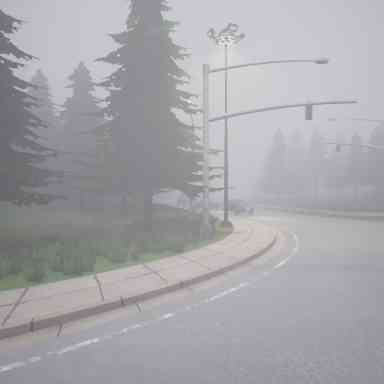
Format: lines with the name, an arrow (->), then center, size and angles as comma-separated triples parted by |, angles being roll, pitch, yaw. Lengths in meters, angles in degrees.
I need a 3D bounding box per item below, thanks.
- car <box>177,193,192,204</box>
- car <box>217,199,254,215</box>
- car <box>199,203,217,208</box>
car -> -0.867, 1.221, 54.072 | 2.150, 2.045, 5.566 | 0, 0, -17
car -> 4.717, 1.491, 34.282 | 2.128, 1.511, 4.902 | 0, 0, -15
car -> 2.064, 1.601, 43.922 | 1.895, 1.301, 4.718 | 0, 0, -16
